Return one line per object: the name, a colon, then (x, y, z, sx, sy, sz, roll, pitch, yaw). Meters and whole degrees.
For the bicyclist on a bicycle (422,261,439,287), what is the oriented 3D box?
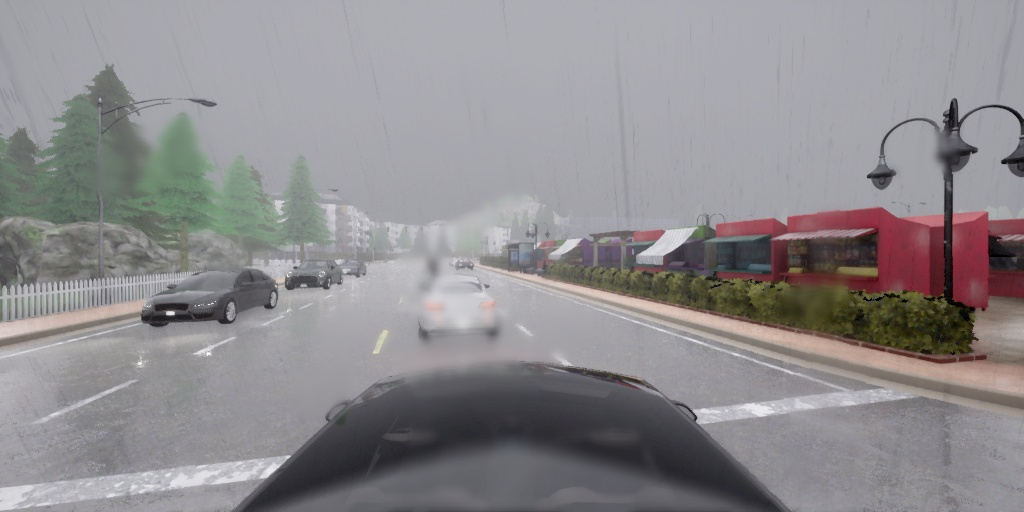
bicyclist on a bicycle: (-4.401, 1.078, 19.642, 0.582, 1.620, 1.656, 0, 1, 25)

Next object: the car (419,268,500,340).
car: (-1.521, 1.225, 9.807, 1.812, 1.442, 4.674, 0, 0, -13)

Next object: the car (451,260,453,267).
car: (-7.890, 0.906, 52.647, 1.812, 1.442, 4.674, 0, 0, -13)

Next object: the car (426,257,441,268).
car: (-11.096, 0.898, 50.810, 1.837, 1.490, 4.892, 0, 0, -13)

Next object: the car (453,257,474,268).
car: (-5.830, 1.048, 43.775, 1.895, 1.301, 4.718, 0, 0, -13)

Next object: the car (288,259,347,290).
car: (-11.490, 0.966, 21.073, 2.097, 1.767, 4.553, 0, 0, -13)

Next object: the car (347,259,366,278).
car: (-13.734, 1.034, 30.684, 2.128, 1.511, 4.902, 0, 0, -13)

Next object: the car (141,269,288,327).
car: (-9.241, 1.190, 11.483, 1.837, 1.490, 4.892, 0, 0, -13)
